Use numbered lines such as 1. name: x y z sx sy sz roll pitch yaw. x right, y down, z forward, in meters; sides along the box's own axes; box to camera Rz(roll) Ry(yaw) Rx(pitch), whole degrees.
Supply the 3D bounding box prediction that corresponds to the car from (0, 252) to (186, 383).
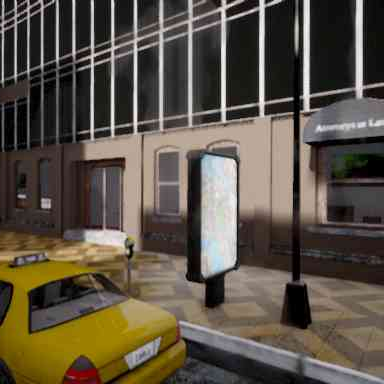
1. car: -2.351 1.511 4.537 4.829 1.417 1.752 0 0 35
